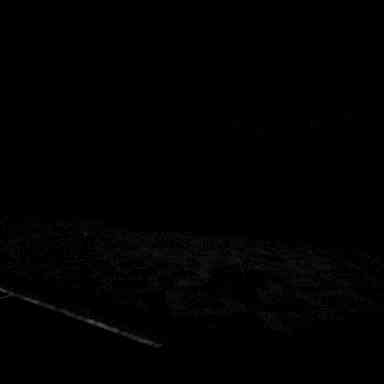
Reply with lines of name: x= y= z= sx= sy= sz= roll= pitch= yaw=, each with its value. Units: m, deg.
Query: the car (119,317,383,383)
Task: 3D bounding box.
car: x=1.352 y=1.551 z=1.997 sx=4.403 sy=1.369 sz=2.008 roll=0 pitch=0 yaw=35
